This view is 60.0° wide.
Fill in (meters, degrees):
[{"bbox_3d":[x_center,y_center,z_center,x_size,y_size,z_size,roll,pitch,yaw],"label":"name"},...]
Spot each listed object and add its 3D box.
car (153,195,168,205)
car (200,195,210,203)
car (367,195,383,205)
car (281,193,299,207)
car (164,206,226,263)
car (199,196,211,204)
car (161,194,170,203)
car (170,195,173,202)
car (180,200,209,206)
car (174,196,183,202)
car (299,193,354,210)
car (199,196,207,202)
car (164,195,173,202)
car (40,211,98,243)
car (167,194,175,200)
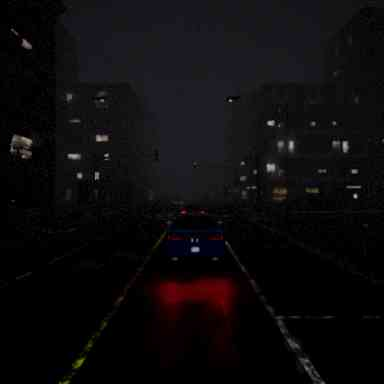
[{"bbox_3d":[-5.687,1.583,58.080,1.947,1.339,4.313,0,0,0],"label":"car"},{"bbox_3d":[2.693,1.464,69.447,1.967,1.590,4.097,0,0,0],"label":"car"},{"bbox_3d":[25.658,1.076,44.497,4.206,1.307,1.802,-1,1,0],"label":"car"},{"bbox_3d":[14.562,1.016,44.395,5.009,1.841,2.192,-1,1,0],"label":"car"},{"bbox_3d":[0.099,1.478,11.928,1.882,1.535,5.008,0,0,0],"label":"car"},{"bbox_3d":[2.693,1.460,63.765,1.967,1.590,4.097,0,0,0],"label":"car"},{"bbox_3d":[-5.687,1.546,63.593,1.752,1.417,4.829,0,0,0],"label":"car"},{"bbox_3d":[-5.687,1.339,69.446,2.192,1.841,5.009,0,0,0],"label":"car"},{"bbox_3d":[0.098,1.527,24.186,1.812,1.442,4.674,0,0,2],"label":"car"},{"bbox_3d":[-2.995,1.570,77.172,2.033,1.411,5.357,0,0,0],"label":"car"},{"bbox_3d":[14.695,1.030,36.017,5.009,1.841,2.192,-1,1,0],"label":"car"},{"bbox_3d":[2.695,1.615,80.812,1.802,1.307,4.206,0,0,0],"label":"car"},{"bbox_3d":[-5.686,1.474,80.811,1.967,1.590,4.097,0,0,0],"label":"car"},{"bbox_3d":[-5.741,1.582,16.057,1.802,1.307,4.206,0,0,0],"label":"car"},{"bbox_3d":[-5.685,1.484,92.176,1.967,1.590,4.097,0,0,0],"label":"car"}]
